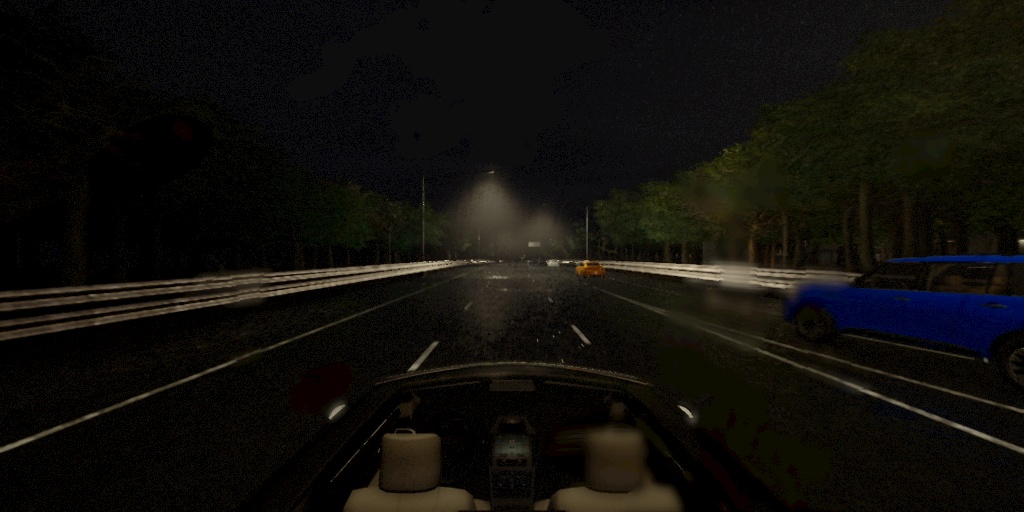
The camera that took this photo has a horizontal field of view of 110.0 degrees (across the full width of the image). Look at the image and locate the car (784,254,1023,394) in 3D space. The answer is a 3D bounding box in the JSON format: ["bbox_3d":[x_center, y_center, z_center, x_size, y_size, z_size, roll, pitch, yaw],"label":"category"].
[{"bbox_3d":[8.120,0.983,6.589,2.150,2.045,5.566,0,0,-8],"label":"car"}]

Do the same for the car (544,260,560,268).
[{"bbox_3d":[7.050,1.359,61.138,1.812,1.442,4.674,0,0,0],"label":"car"}]

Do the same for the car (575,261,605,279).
[{"bbox_3d":[6.993,1.232,32.356,1.882,1.535,5.008,0,0,0],"label":"car"}]
